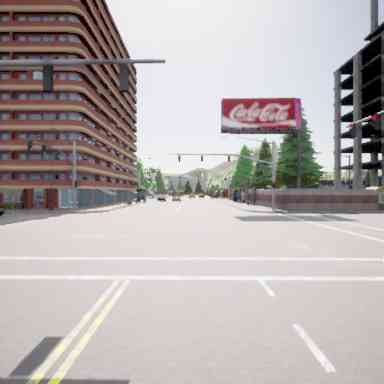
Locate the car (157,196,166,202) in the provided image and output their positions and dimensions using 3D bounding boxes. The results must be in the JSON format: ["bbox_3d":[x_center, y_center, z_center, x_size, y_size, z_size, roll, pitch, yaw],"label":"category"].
[{"bbox_3d":[-7.000,1.575,76.443,1.895,1.301,4.718,0,0,0],"label":"car"}]

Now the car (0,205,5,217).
[{"bbox_3d":[-18.830,1.494,29.220,4.181,1.385,1.994,0,0,0],"label":"car"}]

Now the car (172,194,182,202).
[{"bbox_3d":[-3.500,1.335,76.503,2.097,1.767,4.553,0,0,0],"label":"car"}]
